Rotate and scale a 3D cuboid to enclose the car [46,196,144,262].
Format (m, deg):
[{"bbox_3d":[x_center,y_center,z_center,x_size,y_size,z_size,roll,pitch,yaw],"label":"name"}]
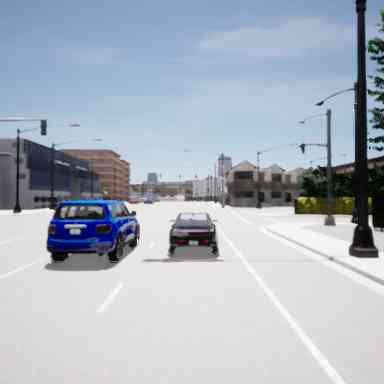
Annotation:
[{"bbox_3d":[-3.445,1.304,12.574,2.150,2.045,5.566,0,-1,1],"label":"car"}]

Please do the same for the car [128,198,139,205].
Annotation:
[{"bbox_3d":[-13.991,2.221,79.848,1.882,1.535,5.008,0,1,0],"label":"car"}]

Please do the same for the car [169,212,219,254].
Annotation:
[{"bbox_3d":[0.067,1.589,14.010,2.128,1.511,4.902,0,-1,0],"label":"car"}]

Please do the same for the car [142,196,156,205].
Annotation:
[{"bbox_3d":[-10.491,2.300,79.848,1.994,1.385,4.181,0,1,0],"label":"car"}]
